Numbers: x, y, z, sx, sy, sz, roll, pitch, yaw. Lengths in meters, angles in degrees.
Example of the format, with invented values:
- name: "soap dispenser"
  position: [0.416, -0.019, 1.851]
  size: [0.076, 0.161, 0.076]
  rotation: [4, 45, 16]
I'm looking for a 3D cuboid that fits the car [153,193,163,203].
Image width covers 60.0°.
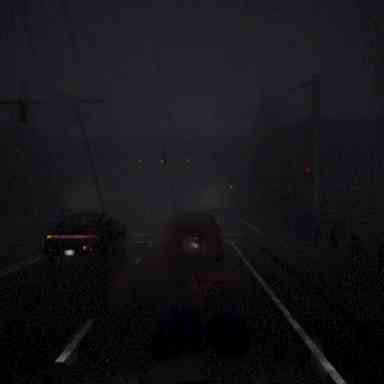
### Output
- name: "car"
  position: [-7.497, 1.174, 71.066]
  size: [2.150, 2.045, 5.566]
  rotation: [0, 0, 0]

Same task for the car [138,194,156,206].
- name: "car"
  position: [-7.662, 1.465, 55.014]
  size: [1.837, 1.490, 4.892]
  rotation: [0, 0, 1]

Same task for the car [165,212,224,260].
- name: "car"
  position: [0.076, 1.469, 12.479]
  size: [1.882, 1.535, 5.008]
  rotation: [0, 0, 0]

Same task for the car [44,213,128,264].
- name: "car"
  position: [-3.498, 1.483, 11.732]
  size: [2.128, 1.511, 4.902]
  rotation: [0, 0, -2]
